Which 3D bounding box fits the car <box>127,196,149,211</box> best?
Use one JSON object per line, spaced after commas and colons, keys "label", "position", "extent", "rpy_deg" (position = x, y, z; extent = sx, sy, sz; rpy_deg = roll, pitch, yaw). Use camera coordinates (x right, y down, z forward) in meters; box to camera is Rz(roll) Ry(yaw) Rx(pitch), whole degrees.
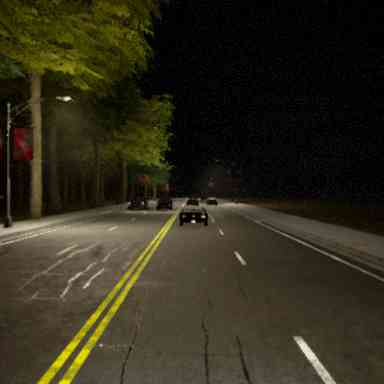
{"label": "car", "position": [-6.566, 1.364, 41.018], "extent": [2.097, 1.767, 4.553], "rpy_deg": [0, 0, 0]}

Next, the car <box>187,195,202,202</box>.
{"label": "car", "position": [0.121, 1.592, 53.766], "extent": [1.994, 1.385, 4.181], "rpy_deg": [0, 0, 0]}

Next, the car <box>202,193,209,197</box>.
{"label": "car", "position": [3.281, 1.324, 80.242], "extent": [2.150, 2.045, 5.566], "rpy_deg": [0, 0, 0]}

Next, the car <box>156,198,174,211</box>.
{"label": "car", "position": [-3.318, 1.491, 40.957], "extent": [1.882, 1.535, 5.008], "rpy_deg": [0, 0, 0]}

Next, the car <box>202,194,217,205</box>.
{"label": "car", "position": [3.371, 1.582, 57.621], "extent": [2.033, 1.411, 5.357], "rpy_deg": [0, 0, 0]}

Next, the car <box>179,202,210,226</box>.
{"label": "car", "position": [0.109, 1.602, 23.521], "extent": [1.895, 1.301, 4.718], "rpy_deg": [0, 0, 0]}
